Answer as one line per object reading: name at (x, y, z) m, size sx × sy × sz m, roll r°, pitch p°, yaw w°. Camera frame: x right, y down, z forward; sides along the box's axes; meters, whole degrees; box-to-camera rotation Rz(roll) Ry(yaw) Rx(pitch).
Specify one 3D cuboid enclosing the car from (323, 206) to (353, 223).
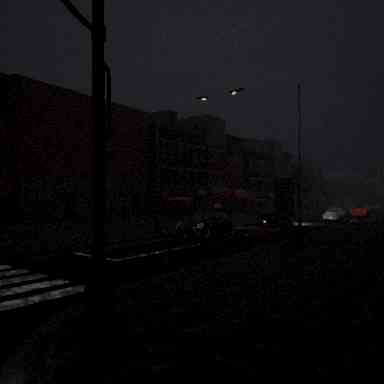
car at (14.741, 2.358, 34.014) m, size 1.812 × 1.442 × 4.674 m, roll 0°, pitch -2°, yaw 36°

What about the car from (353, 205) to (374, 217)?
car at (23.455, 2.566, 46.194) m, size 2.097 × 1.767 × 4.553 m, roll 0°, pitch -2°, yaw 36°

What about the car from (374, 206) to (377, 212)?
car at (35.662, 3.454, 67.823) m, size 2.008 × 1.369 × 4.403 m, roll -2°, pitch -3°, yaw 36°

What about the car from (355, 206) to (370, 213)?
car at (32.494, 3.325, 63.388) m, size 1.802 × 1.307 × 4.206 m, roll -2°, pitch -3°, yaw 36°

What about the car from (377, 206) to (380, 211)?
car at (38.831, 3.616, 72.253) m, size 2.008 × 1.369 × 4.403 m, roll -2°, pitch -3°, yaw 36°

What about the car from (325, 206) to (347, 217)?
car at (19.723, 2.664, 45.543) m, size 1.752 × 1.417 × 4.829 m, roll -2°, pitch -3°, yaw 36°

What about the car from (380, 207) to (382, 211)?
car at (45.168, 3.979, 81.107) m, size 1.802 × 1.307 × 4.206 m, roll -2°, pitch -3°, yaw 36°

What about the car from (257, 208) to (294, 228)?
car at (7.121, 2.130, 28.090) m, size 1.837 × 1.490 × 4.892 m, roll 0°, pitch -1°, yaw 36°

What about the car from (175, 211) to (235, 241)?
car at (0.810, 1.824, 19.107) m, size 1.967 × 1.590 × 4.097 m, roll -2°, pitch -2°, yaw 36°

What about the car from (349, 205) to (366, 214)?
car at (29.325, 3.027, 58.971) m, size 1.967 × 1.590 × 4.097 m, roll -2°, pitch -3°, yaw 36°
